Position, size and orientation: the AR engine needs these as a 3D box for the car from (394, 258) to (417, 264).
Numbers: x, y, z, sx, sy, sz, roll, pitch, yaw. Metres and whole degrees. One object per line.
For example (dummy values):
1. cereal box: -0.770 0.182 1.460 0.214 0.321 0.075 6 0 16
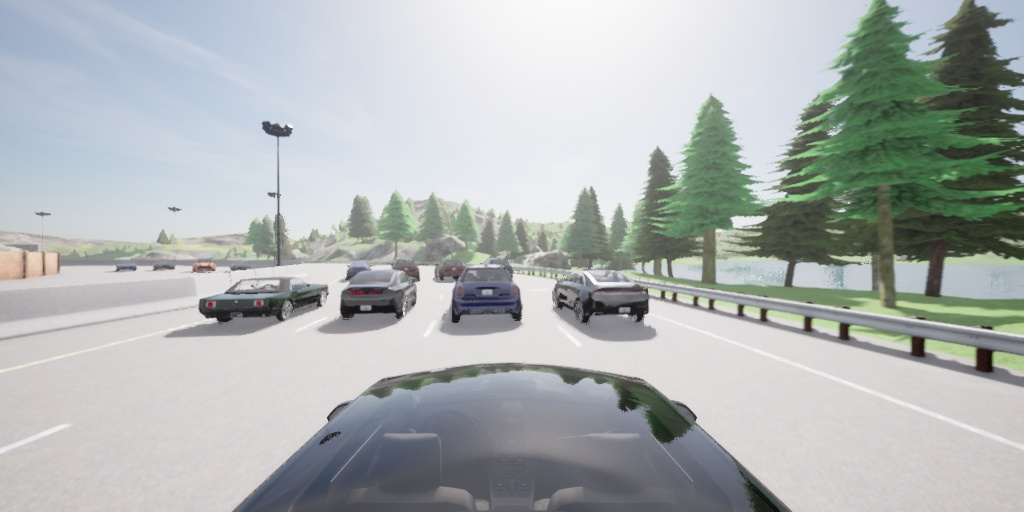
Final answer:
1. car: -8.711 1.009 29.065 2.097 1.767 4.553 0 0 -20

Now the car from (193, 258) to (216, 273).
1. car: -37.443 1.067 43.695 2.097 1.767 4.553 -1 0 -41

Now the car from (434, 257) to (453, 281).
1. car: -5.090 0.991 29.320 2.097 1.767 4.553 0 0 -19

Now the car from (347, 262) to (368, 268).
1. car: -12.781 1.196 30.025 1.812 1.442 4.674 0 0 -21

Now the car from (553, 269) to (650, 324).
1. car: 2.654 1.182 11.706 2.128 1.511 4.902 0 0 -6

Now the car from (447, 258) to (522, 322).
1. car: -0.966 1.055 12.387 2.097 1.767 4.553 0 0 -7

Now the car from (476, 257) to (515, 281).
1. car: -1.478 0.974 29.557 2.097 1.767 4.553 0 0 -18

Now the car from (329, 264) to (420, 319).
1. car: -4.501 1.223 12.651 1.837 1.490 4.892 0 0 -8

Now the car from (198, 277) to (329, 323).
1. car: -7.887 1.336 12.074 1.895 1.301 4.718 0 0 -8

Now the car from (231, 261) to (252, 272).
1. car: -33.621 1.257 44.537 1.994 1.385 4.181 0 0 -39
